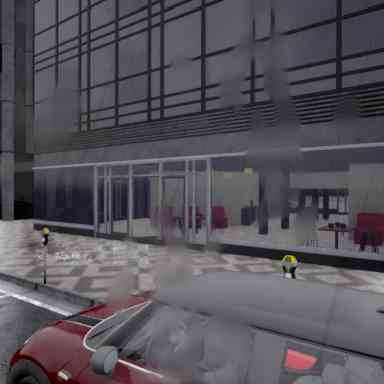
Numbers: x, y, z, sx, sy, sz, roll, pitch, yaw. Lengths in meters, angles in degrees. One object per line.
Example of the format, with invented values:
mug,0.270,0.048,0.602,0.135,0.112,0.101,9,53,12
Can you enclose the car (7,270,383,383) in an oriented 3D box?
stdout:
car,0.197,1.440,2.819,4.097,1.590,1.967,0,0,36
